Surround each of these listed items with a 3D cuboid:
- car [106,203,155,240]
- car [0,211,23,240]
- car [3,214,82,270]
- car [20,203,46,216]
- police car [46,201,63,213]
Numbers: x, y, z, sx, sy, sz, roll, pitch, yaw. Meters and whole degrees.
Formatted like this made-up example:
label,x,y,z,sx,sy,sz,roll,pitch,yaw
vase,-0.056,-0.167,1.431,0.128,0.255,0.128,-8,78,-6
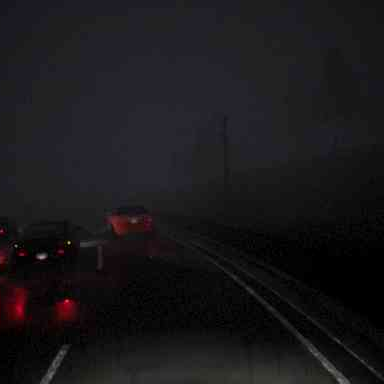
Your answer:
label,x,y,z,sx,sy,sz,roll,pitch,yaw
car,-3.508,1.469,18.299,2.097,1.767,4.553,-2,0,-19
car,-10.449,1.963,17.698,1.895,1.301,4.718,-2,0,-22
car,-4.987,1.697,11.810,1.812,1.442,4.674,-1,0,-16
car,-20.448,2.184,42.211,1.882,1.535,5.008,-2,0,-37
police car,-19.924,2.111,47.256,1.930,1.638,5.238,-2,0,-38
